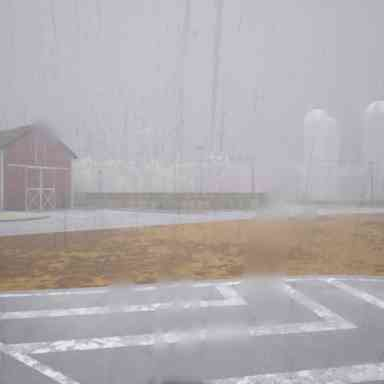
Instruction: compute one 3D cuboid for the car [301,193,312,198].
[{"bbox_3d":[30.011,1.619,86.894,2.242,1.667,4.611,0,0,35],"label":"car"}]
